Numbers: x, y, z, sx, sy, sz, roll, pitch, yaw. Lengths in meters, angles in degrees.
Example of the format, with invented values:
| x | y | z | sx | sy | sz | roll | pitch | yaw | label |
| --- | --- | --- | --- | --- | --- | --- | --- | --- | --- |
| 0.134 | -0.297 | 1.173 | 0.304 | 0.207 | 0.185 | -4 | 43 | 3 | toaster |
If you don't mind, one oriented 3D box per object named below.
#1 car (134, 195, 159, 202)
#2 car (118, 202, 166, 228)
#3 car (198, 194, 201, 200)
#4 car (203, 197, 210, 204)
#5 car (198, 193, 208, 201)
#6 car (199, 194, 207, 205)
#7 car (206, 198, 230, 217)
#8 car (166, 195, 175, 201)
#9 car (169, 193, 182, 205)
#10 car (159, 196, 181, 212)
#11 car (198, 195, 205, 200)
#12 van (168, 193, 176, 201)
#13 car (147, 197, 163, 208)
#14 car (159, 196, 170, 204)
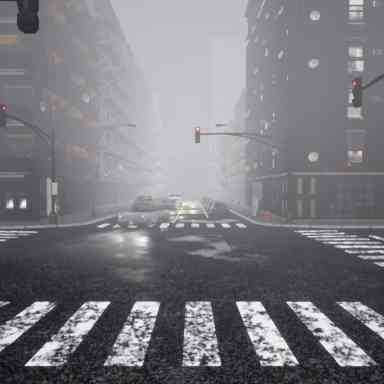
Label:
| x | y | z | sx | sy | sz | roll | pitch | yaw | label |
| --- | --- | --- | --- | --- | --- | --- | --- | --- | --- |
| -5.284 | 1.303 | 37.046 | 2.192 | 1.841 | 5.009 | -1 | 0 | 0 | car |
| -3.383 | 1.595 | 22.530 | 1.895 | 1.301 | 4.718 | 0 | 0 | 9 | car |
| 2.645 | 1.551 | 75.752 | 1.802 | 1.307 | 4.206 | -1 | 0 | 0 | car |
| 2.599 | 1.539 | 36.978 | 2.008 | 1.369 | 4.403 | -1 | 0 | 0 | car |
| 2.649 | 1.280 | 81.292 | 2.192 | 1.841 | 5.009 | -1 | 0 | 0 | car |
| 2.625 | 1.523 | 59.135 | 1.887 | 1.381 | 4.507 | -1 | 0 | 0 | car |
| 2.593 | 1.572 | 31.439 | 1.802 | 1.307 | 4.206 | -1 | 0 | 0 | car |
| -5.229 | 1.490 | 81.174 | 1.752 | 1.417 | 4.829 | -1 | 0 | 0 | car |
| -2.765 | 1.202 | 54.339 | 2.150 | 2.045 | 5.566 | 0 | 0 | 0 | car |
| -2.796 | 1.534 | 39.442 | 2.033 | 1.411 | 5.357 | 0 | 0 | 0 | car |
| 2.665 | 1.539 | 92.370 | 1.802 | 1.307 | 4.206 | -1 | 0 | 0 | car |
| -5.225 | 1.302 | 86.881 | 1.690 | 1.788 | 3.998 | -1 | 0 | 0 | van |
| -5.269 | 1.508 | 47.951 | 1.752 | 1.417 | 4.829 | -1 | 0 | 0 | car |
| -5.248 | 1.557 | 64.732 | 1.802 | 1.307 | 4.206 | -1 | 0 | 0 | car |
